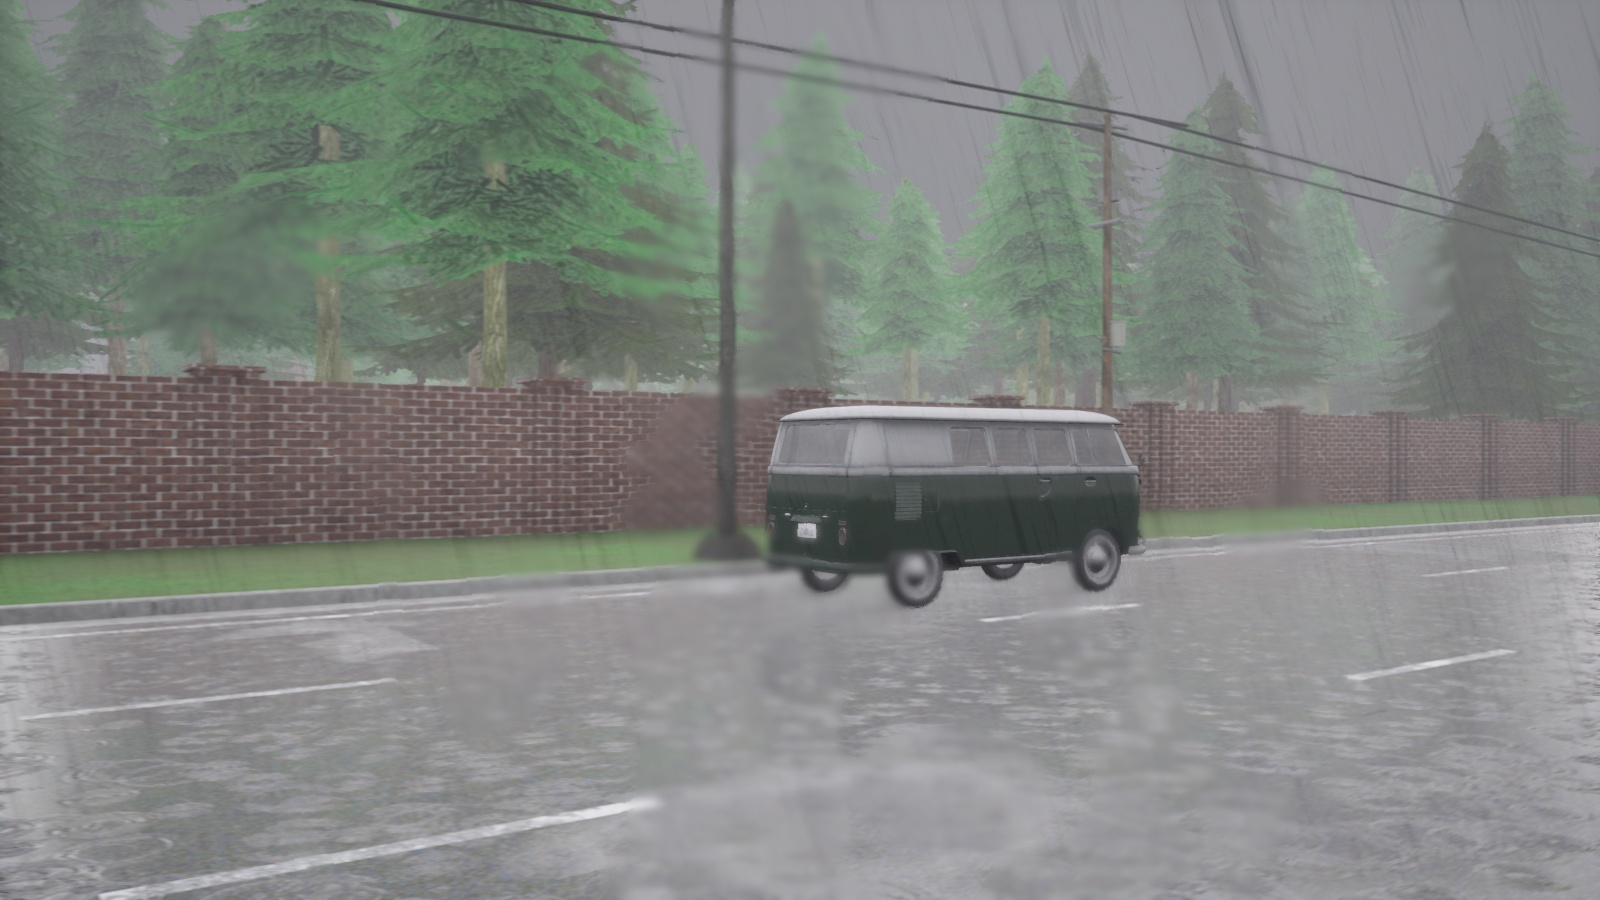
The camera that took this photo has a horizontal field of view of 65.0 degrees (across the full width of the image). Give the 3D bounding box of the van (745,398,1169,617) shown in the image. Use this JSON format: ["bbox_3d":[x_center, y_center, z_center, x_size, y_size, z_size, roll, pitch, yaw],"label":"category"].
[{"bbox_3d":[1.765,0.527,13.417,4.442,1.987,1.775,0,0,-35],"label":"van"}]
